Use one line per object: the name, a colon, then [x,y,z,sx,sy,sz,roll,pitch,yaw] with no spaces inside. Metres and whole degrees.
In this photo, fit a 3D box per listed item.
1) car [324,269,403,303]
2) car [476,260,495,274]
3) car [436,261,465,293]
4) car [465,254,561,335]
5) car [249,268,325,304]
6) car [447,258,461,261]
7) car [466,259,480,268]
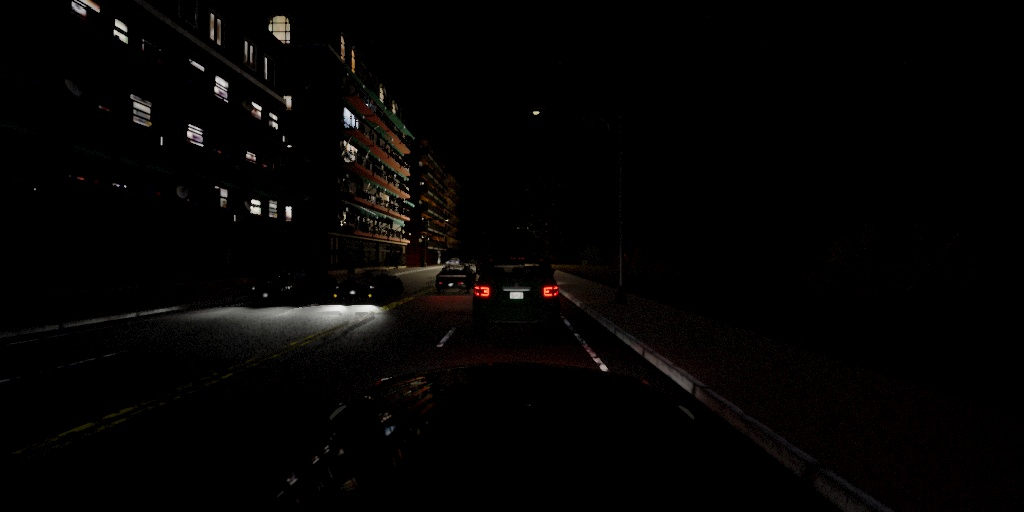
car: [-6.559,1.315,16.736,1.994,1.385,4.181,0,0,0]
car: [-3.038,1.228,41.735,1.882,1.535,5.008,0,0,0]
car: [-3.100,1.244,20.712,2.128,1.511,4.902,0,0,0]
car: [0.118,0.973,10.673,2.150,2.045,5.566,0,0,0]
car: [-9.798,1.277,16.576,1.812,1.442,4.674,0,0,0]
car: [-9.666,1.100,59.954,2.097,1.767,4.553,0,0,0]
car: [-6.420,1.275,59.652,1.812,1.442,4.674,0,0,0]
